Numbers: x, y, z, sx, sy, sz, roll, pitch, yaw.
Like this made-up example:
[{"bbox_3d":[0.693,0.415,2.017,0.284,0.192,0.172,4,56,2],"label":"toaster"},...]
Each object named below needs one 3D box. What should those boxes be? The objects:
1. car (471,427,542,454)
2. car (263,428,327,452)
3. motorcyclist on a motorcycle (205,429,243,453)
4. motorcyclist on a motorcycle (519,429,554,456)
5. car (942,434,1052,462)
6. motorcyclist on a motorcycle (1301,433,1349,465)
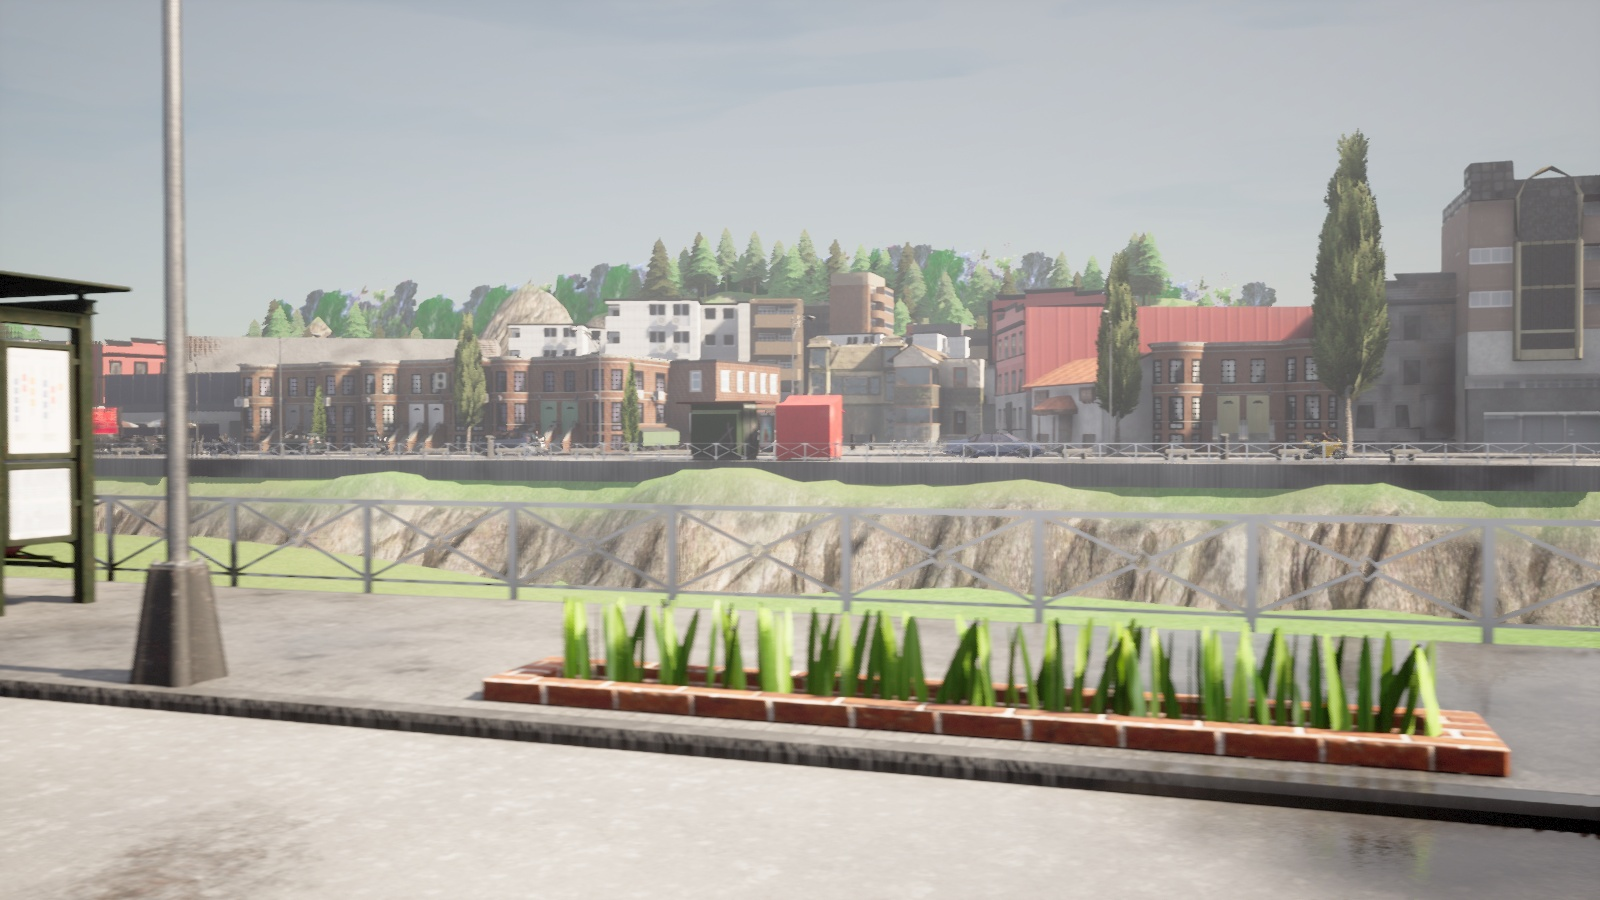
[{"bbox_3d":[-18.506,-0.614,79.256,3.988,1.617,1.851,1,1,19],"label":"car"},{"bbox_3d":[-33.955,-0.675,84.449,3.705,1.549,1.789,1,1,19],"label":"car"},{"bbox_3d":[-37.317,-0.582,81.362,2.191,1.530,0.866,1,1,19],"label":"motorcyclist on a motorcycle"},{"bbox_3d":[-15.540,-0.464,74.041,1.817,1.590,0.866,1,1,19],"label":"motorcyclist on a motorcycle"},{"bbox_3d":[10.268,-0.134,65.368,5.357,1.411,2.033,1,1,19],"label":"car"},{"bbox_3d":[25.206,-0.063,60.347,2.044,1.523,0.797,1,1,19],"label":"motorcyclist on a motorcycle"}]
